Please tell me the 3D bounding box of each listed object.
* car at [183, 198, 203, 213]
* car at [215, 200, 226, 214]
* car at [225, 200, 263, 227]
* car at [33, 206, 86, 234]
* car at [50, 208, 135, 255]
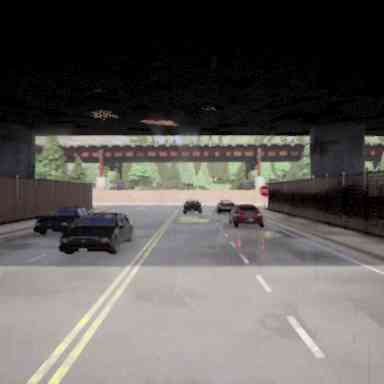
[{"bbox_3d":[0.063,1.463,35.885,1.837,1.490,4.892,0,0,0],"label":"car"},{"bbox_3d":[3.564,1.523,35.251,1.994,1.385,4.181,0,0,0],"label":"car"},{"bbox_3d":[3.531,1.500,22.166,1.812,1.442,4.674,0,0,1],"label":"car"},{"bbox_3d":[-7.044,1.525,19.181,2.033,1.411,5.357,0,0,1],"label":"car"},{"bbox_3d":[-3.581,1.532,13.603,2.033,1.411,5.357,0,0,0],"label":"car"}]
